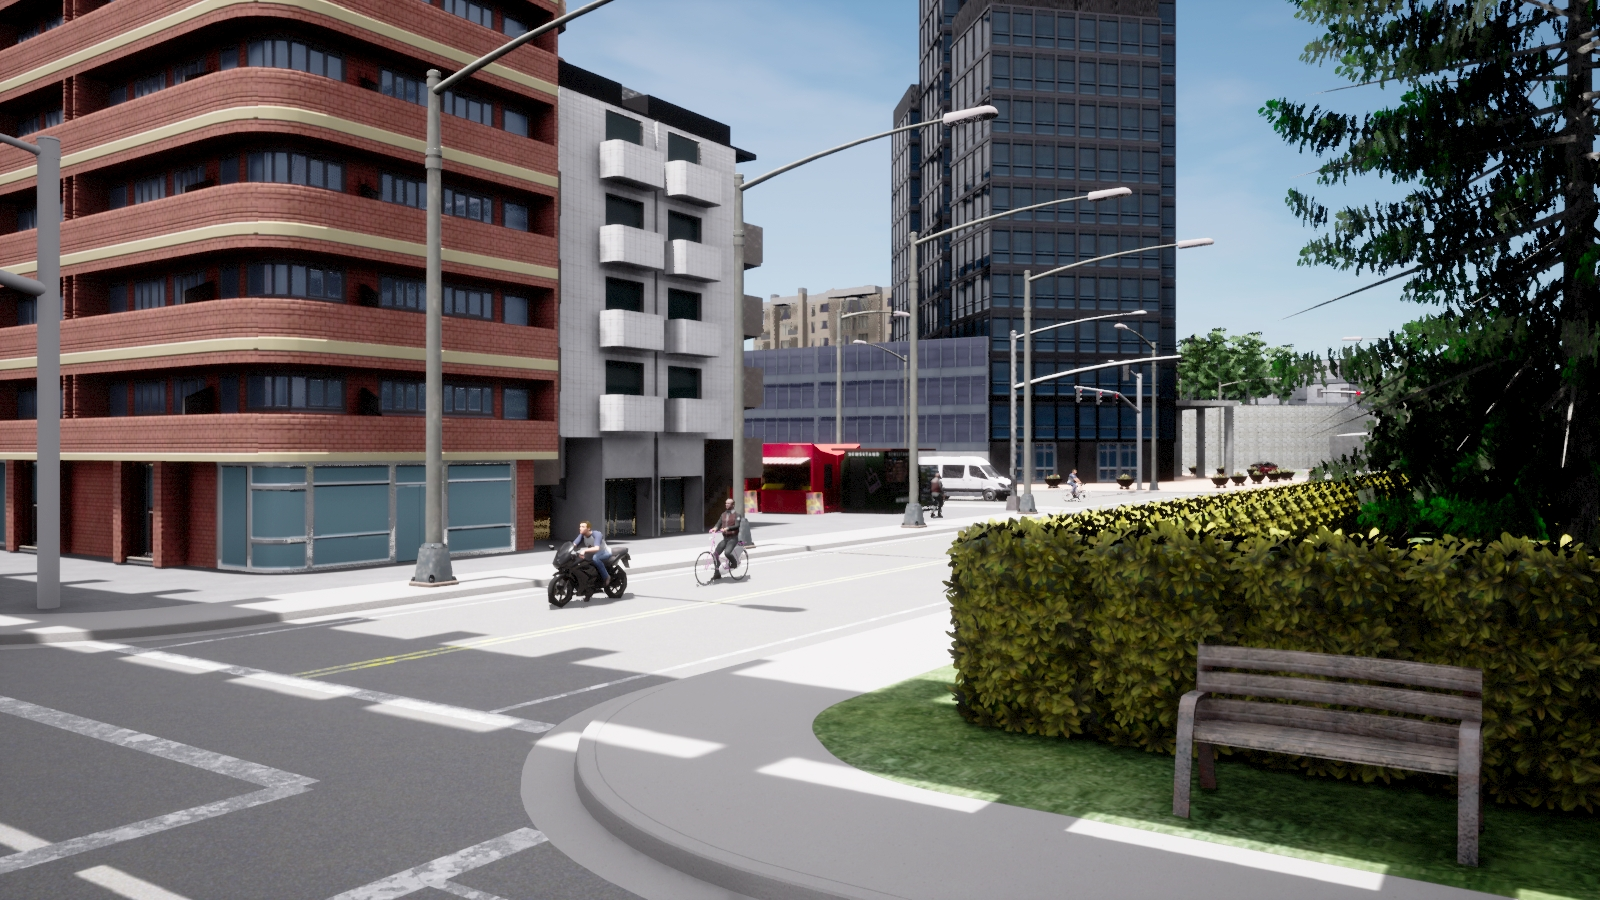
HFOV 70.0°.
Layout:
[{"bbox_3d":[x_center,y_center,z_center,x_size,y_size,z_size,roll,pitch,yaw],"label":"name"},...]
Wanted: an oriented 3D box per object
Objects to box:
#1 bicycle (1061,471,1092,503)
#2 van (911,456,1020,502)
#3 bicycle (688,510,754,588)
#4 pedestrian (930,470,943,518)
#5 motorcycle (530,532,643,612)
[{"bbox_3d":[15.141,2.001,62.613,1.643,1.717,0.373,0,0,40],"label":"bicycle"},{"bbox_3d":[9.532,1.655,65.947,5.915,2.561,1.988,-1,0,33],"label":"van"},{"bbox_3d":[-1.641,2.048,23.979,0.329,1.496,1.835,0,0,34],"label":"bicycle"},{"bbox_3d":[5.331,1.723,44.556,0.375,1.860,0.375,0,0,43],"label":"pedestrian"},{"bbox_3d":[-3.850,2.174,20.756,0.803,1.224,2.033,0,0,34],"label":"motorcycle"}]
